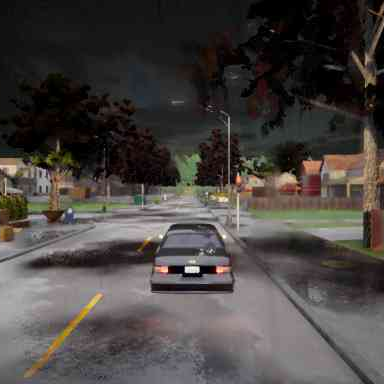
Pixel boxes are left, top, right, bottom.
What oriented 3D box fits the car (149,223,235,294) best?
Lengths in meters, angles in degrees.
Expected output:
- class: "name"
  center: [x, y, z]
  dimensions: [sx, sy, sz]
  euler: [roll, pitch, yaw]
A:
- class: "car"
  center: [0.016, 1.547, 8.935]
  dimensions: [2.033, 1.411, 5.357]
  euler: [0, 0, 0]
